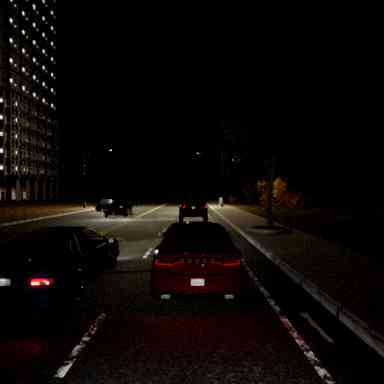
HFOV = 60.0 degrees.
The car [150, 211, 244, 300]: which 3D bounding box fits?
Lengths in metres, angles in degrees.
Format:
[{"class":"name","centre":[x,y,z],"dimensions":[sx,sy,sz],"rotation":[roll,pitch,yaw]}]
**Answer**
[{"class":"car","centre":[0.102,1.477,8.458],"dimensions":[1.882,1.535,5.008],"rotation":[0,0,0]}]

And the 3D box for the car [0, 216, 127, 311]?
[{"class":"car","centre":[-3.148,1.547,8.033],"dimensions":[2.033,1.411,5.357],"rotation":[0,0,0]}]

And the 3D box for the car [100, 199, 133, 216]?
[{"class":"car","centre":[-6.580,1.522,30.193],"dimensions":[1.812,1.442,4.674],"rotation":[0,0,0]}]

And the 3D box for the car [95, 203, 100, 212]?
[{"class":"car","centre":[-9.822,1.543,39.213],"dimensions":[2.033,1.411,5.357],"rotation":[0,0,0]}]

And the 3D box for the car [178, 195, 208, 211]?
[{"class":"car","centre":[0.104,1.219,26.537],"dimensions":[2.150,2.045,5.566],"rotation":[0,0,0]}]
